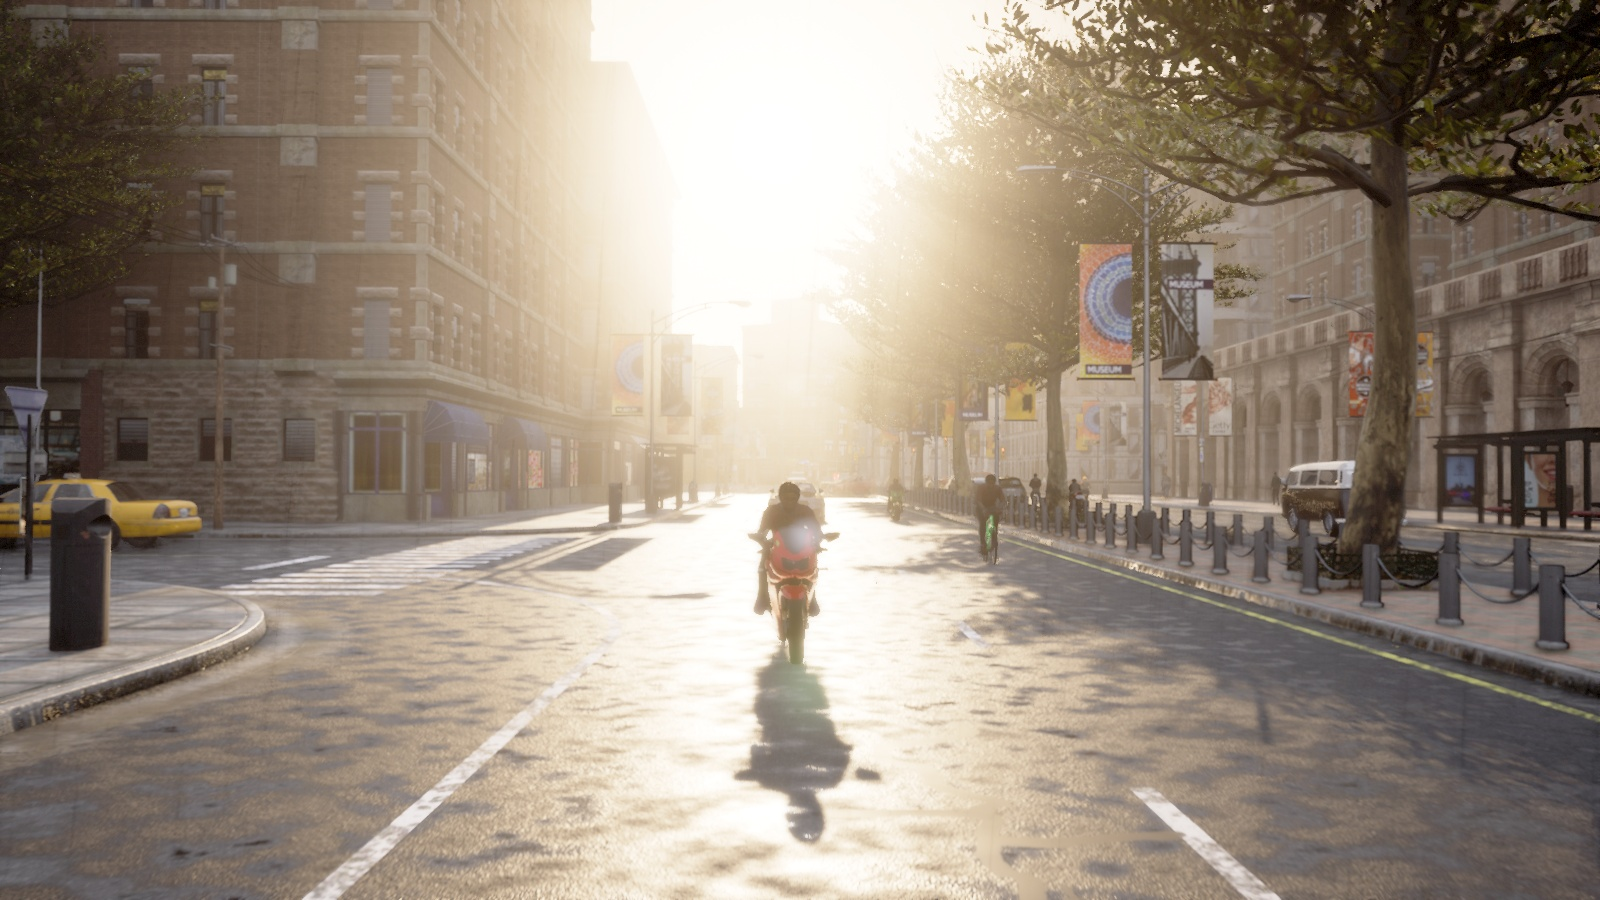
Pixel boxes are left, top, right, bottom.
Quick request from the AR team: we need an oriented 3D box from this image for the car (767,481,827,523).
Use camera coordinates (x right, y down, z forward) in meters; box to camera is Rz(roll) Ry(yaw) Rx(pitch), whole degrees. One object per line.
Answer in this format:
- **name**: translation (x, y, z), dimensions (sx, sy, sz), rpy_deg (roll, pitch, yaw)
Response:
- **car**: translation (-0.110, 1.787, 44.189), dimensions (1.994, 1.385, 4.181), rpy_deg (0, -1, 0)

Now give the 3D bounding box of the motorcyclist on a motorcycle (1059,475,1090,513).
- **motorcyclist on a motorcycle**: translation (11.370, 1.819, 52.038), dimensions (0.797, 1.523, 2.044), rpy_deg (0, -1, 0)

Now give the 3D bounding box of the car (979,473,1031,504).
- **car**: translation (11.321, 2.126, 69.624), dimensions (2.033, 1.649, 4.856), rpy_deg (0, -1, 0)

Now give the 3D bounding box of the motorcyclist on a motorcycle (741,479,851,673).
- **motorcyclist on a motorcycle**: translation (-0.080, 1.029, 11.079), dimensions (0.797, 1.523, 2.044), rpy_deg (-1, -1, -5)

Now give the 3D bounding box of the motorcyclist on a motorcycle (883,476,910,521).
- **motorcyclist on a motorcycle**: translation (3.390, 1.692, 44.213), dimensions (0.797, 1.523, 2.044), rpy_deg (0, -1, 0)

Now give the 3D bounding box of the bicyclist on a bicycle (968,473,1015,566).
- **bicyclist on a bicycle**: translation (3.443, 1.223, 22.686), dimensions (0.582, 1.620, 1.656), rpy_deg (0, -1, 0)

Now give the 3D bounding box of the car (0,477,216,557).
- **car**: translation (-15.121, 1.347, 25.813), dimensions (5.366, 1.575, 1.801), rpy_deg (0, -1, -2)

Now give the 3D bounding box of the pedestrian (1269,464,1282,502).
- **pedestrian**: translation (24.169, 1.684, 63.884), dimensions (0.423, 1.949, 0.788), rpy_deg (0, -1, 7)

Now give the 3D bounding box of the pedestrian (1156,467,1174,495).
- **pedestrian**: translation (24.802, 2.119, 85.340), dimensions (0.874, 1.855, 0.900), rpy_deg (0, -1, 0)

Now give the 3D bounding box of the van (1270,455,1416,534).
- **van**: translation (14.912, 1.194, 34.764), dimensions (2.069, 2.038, 4.480), rpy_deg (0, -1, 0)
